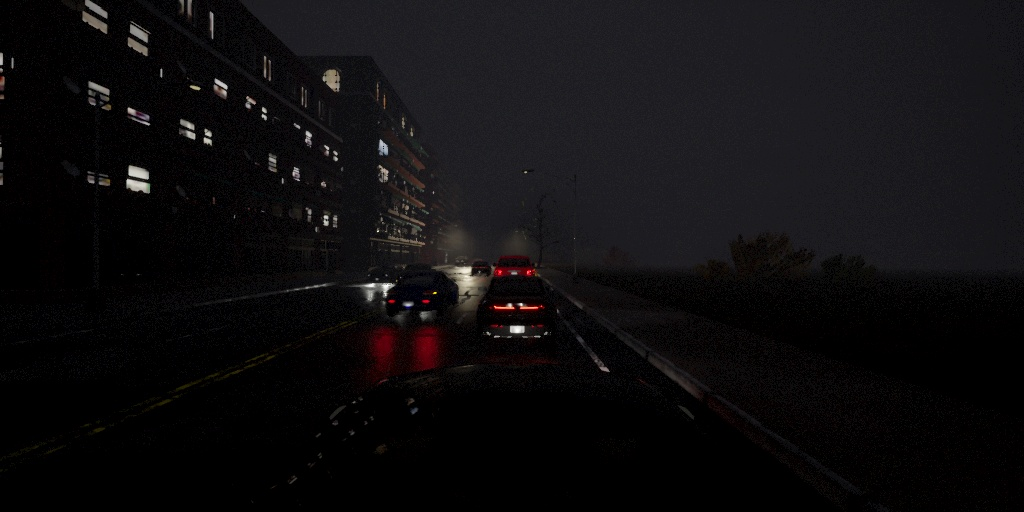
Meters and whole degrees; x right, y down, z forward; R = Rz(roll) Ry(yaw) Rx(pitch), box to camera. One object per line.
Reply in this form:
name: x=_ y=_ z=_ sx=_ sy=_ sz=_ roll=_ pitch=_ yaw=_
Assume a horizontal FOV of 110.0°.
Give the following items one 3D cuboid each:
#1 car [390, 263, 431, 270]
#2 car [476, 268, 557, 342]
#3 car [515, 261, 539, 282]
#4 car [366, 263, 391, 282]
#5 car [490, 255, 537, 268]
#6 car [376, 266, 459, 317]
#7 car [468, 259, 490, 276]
car: x=-6.581 y=1.257 z=25.005 sx=1.837 sy=1.490 sz=4.892 roll=0 pitch=0 yaw=0
car: x=0.108 y=1.256 z=9.761 sx=1.837 sy=1.490 sz=4.892 roll=0 pitch=0 yaw=0
car: x=1.162 y=1.208 z=30.516 sx=1.801 sy=1.575 sz=5.366 roll=0 pitch=0 yaw=0
car: x=-9.828 y=1.299 z=28.772 sx=2.033 sy=1.411 sz=5.357 roll=0 pitch=0 yaw=0
car: x=0.115 y=0.974 z=20.109 sx=2.150 sy=2.045 sz=5.566 roll=0 pitch=0 yaw=0
car: x=-3.141 y=1.277 z=13.171 sx=1.812 sy=1.442 sz=4.674 roll=0 pitch=0 yaw=0
car: x=-3.121 y=1.259 z=36.977 sx=1.837 sy=1.490 sz=4.892 roll=0 pitch=0 yaw=0
